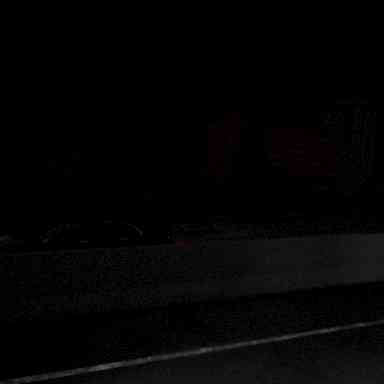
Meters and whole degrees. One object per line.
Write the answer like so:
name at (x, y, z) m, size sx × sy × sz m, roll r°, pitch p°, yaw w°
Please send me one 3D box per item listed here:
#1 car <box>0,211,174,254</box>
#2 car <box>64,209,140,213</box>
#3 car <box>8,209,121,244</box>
car at (-2.949, 1.463, 9.258) m, size 4.892 × 1.490 × 1.837 m, roll 0°, pitch 0°, yaw -18°
car at (-3.174, 1.446, 12.872) m, size 4.892 × 1.490 × 1.837 m, roll 0°, pitch 0°, yaw -18°
car at (-5.840, 1.534, 15.674) m, size 4.718 × 1.301 × 1.895 m, roll 0°, pitch 0°, yaw -18°
